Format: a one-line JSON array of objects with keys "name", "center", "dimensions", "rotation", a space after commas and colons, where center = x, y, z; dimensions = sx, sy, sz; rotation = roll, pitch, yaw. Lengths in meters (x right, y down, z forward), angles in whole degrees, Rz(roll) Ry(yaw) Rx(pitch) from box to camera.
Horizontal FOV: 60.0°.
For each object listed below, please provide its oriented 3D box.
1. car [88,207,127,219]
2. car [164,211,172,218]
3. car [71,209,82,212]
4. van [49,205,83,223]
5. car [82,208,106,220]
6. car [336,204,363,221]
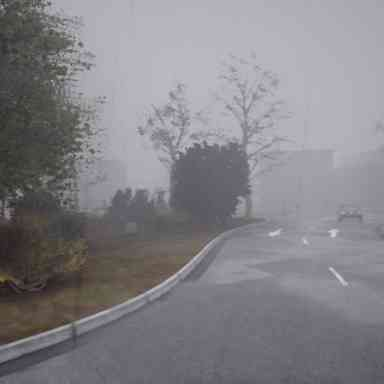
[{"name": "car", "center": [-11.984, 2.953, 47.132], "dimensions": [4.902, 1.511, 2.128], "rotation": [-3, -2, 15]}, {"name": "car", "center": [-2.697, 2.380, 39.613], "dimensions": [2.231, 1.521, 4.892], "rotation": [-2, -1, 14]}, {"name": "car", "center": [-13.573, 2.887, 42.117], "dimensions": [1.946, 1.575, 5.366], "rotation": [-3, -1, 14]}, {"name": "van", "center": [-16.218, 2.814, 43.090], "dimensions": [1.878, 1.987, 4.442], "rotation": [-3, -1, 14]}, {"name": "car", "center": [-10.995, 2.753, 41.473], "dimensions": [1.946, 1.575, 5.366], "rotation": [-3, -1, 14]}, {"name": "car", "center": [13.876, 1.770, 29.414], "dimensions": [2.033, 1.411, 5.357], "rotation": [-1, -1, 21]}]
